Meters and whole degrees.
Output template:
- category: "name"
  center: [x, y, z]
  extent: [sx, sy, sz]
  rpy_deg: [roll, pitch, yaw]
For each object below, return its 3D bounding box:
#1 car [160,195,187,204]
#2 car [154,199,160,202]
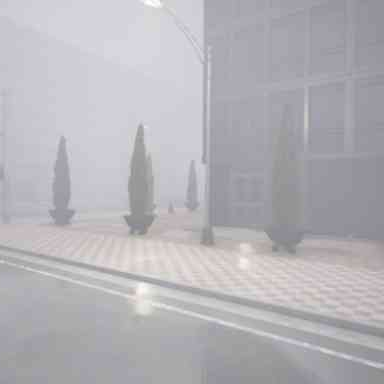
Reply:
- category: "car"
  center: [-2.949, 1.139, 51.429]
  extent: [1.895, 1.301, 4.718]
  rpy_deg: [1, 1, 36]
- category: "car"
  center: [-7.670, 0.971, 50.898]
  extent: [1.882, 1.535, 5.008]
  rpy_deg: [1, 1, 36]
